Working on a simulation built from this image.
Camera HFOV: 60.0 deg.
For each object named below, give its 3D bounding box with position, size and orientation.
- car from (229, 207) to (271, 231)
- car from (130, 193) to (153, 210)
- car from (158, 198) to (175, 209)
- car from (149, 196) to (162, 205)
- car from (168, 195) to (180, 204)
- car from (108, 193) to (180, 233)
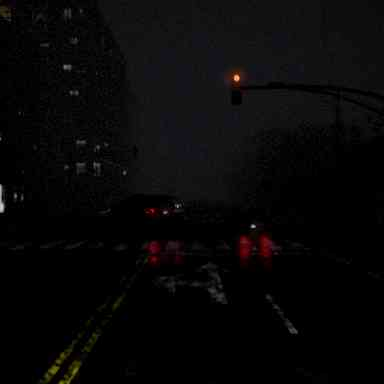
[{"bbox_3d":[3.354,1.560,20.317,1.895,1.301,4.718,0,0,0],"label":"car"},{"bbox_3d":[-6.567,1.138,43.634,2.150,2.045,5.566,0,0,0],"label":"car"},{"bbox_3d":[-3.315,1.481,43.815,1.994,1.385,4.181,0,0,0],"label":"car"},{"bbox_3d":[-6.528,1.421,59.362,1.812,1.442,4.674,0,0,0],"label":"car"},{"bbox_3d":[-3.271,1.370,60.954,1.882,1.535,5.008,0,0,0],"label":"car"},{"bbox_3d":[-3.064,1.220,19.949,2.150,2.045,5.566,1,-1,-37],"label":"car"}]
